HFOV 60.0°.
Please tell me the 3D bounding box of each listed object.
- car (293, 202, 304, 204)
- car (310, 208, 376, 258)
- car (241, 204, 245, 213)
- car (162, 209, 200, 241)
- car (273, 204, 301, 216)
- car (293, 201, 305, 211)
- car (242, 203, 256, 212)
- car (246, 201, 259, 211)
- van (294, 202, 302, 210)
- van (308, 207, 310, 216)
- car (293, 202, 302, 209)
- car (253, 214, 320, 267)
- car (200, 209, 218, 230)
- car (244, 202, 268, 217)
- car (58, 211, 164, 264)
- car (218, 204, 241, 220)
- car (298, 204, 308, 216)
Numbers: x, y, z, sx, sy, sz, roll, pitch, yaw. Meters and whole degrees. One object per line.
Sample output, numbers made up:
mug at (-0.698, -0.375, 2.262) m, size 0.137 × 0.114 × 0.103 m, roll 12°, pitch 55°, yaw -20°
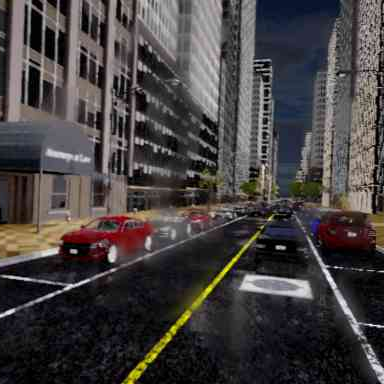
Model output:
car at (20.794, 2.842, 64.222) m, size 2.192 × 1.841 × 5.009 m, roll 2°, pitch -1°, yaw 16°
car at (6.789, 1.757, 15.035) m, size 2.192 × 1.841 × 5.009 m, roll 2°, pitch -1°, yaw 16°
car at (6.509, 2.267, 44.657) m, size 2.008 × 1.369 × 4.403 m, roll 2°, pitch -1°, yaw 16°
car at (-1.271, 1.664, 17.332) m, size 2.008 × 1.369 × 4.403 m, roll 2°, pitch -1°, yaw 16°
car at (8.309, 2.143, 29.814) m, size 2.128 × 1.511 × 4.902 m, roll 2°, pitch -1°, yaw 16°
car at (22.350, 2.962, 69.687) m, size 2.192 × 1.841 × 5.009 m, roll 2°, pitch -1°, yaw 16°
car at (9.620, 2.539, 55.587) m, size 1.802 × 1.307 × 4.206 m, roll 2°, pitch -1°, yaw 16°
car at (11.181, 2.518, 61.054) m, size 1.967 × 1.590 × 4.097 m, roll 2°, pitch -1°, yaw 16°
van at (23.905, 3.108, 75.152) m, size 1.690 × 1.788 × 3.998 m, roll 2°, pitch -1°, yaw 16°
van at (8.344, 1.904, 20.500) m, size 1.690 × 1.788 × 3.998 m, roll 2°, pitch -1°, yaw 16°
car at (25.458, 3.327, 80.616) m, size 1.967 × 1.590 × 4.097 m, roll 2°, pitch -1°, yaw 16°
car at (3.430, 1.820, 12.683) m, size 2.033 × 1.411 × 5.357 m, roll 2°, pitch -1°, yaw 16°
car at (0.284, 1.816, 22.797) m, size 1.802 × 1.307 × 4.206 m, roll 2°, pitch -1°, yaw 16°
car at (8.016, 2.287, 40.179) m, size 2.033 × 1.411 × 5.357 m, roll 2°, pitch -1°, yaw 16°
car at (-2.827, 1.537, 11.867) m, size 1.887 × 1.381 × 4.507 m, roll 2°, pitch -1°, yaw 16°
car at (3.397, 2.026, 33.728) m, size 2.008 × 1.369 × 4.403 m, roll 2°, pitch -1°, yaw 16°
car at (14.562, 2.596, 42.357) m, size 2.008 × 1.369 × 4.403 m, roll 2°, pitch -1°, yaw 16°
